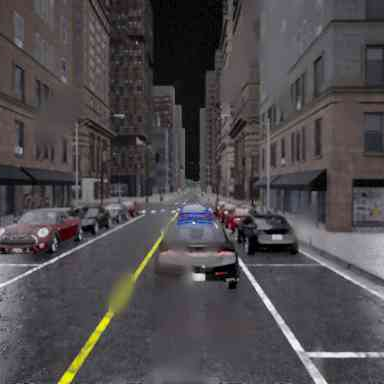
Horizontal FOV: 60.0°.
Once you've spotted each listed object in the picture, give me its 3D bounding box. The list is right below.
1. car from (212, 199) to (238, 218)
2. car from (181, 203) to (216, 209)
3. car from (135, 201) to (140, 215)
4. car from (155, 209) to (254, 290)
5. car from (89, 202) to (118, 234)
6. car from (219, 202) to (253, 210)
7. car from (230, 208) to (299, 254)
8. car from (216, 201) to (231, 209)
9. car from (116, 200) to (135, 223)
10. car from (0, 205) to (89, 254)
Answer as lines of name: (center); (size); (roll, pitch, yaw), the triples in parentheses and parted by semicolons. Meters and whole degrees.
car: (2.818, 1.420, 29.420); (1.887, 1.381, 4.507); (-1, 0, 0)
car: (0.142, 1.394, 19.514); (1.882, 1.535, 5.008); (0, 0, 0)
car: (-5.707, 1.420, 29.439); (1.887, 1.381, 4.507); (-1, 0, 0)
car: (0.119, 1.452, 8.972); (2.128, 1.511, 4.902); (0, 0, 0)
car: (-5.732, 1.487, 18.429); (1.947, 1.339, 4.313); (-1, 0, 0)
car: (2.793, 1.465, 18.409); (1.887, 1.381, 4.507); (-1, 0, 0)
car: (2.780, 1.510, 12.904); (1.947, 1.339, 4.313); (-1, 0, 0)
car: (2.806, 1.443, 23.914); (1.887, 1.381, 4.507); (-1, 0, 0)
car: (-5.719, 1.449, 23.934); (2.008, 1.369, 4.403); (-1, 0, 0)
car: (-5.746, 1.384, 12.923); (1.967, 1.590, 4.097); (-1, 0, 0)
